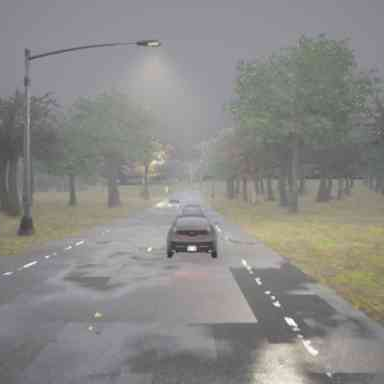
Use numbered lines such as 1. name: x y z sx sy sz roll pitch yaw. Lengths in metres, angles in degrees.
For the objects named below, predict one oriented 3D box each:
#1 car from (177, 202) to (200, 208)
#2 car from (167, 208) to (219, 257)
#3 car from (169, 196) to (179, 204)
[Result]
1. car: 0.008 1.798 27.491 2.033 1.411 5.357 0 0 0
2. car: 0.022 1.633 13.514 1.837 1.490 4.892 0 0 1
3. car: -3.516 1.555 65.668 1.882 1.535 5.008 0 1 0
